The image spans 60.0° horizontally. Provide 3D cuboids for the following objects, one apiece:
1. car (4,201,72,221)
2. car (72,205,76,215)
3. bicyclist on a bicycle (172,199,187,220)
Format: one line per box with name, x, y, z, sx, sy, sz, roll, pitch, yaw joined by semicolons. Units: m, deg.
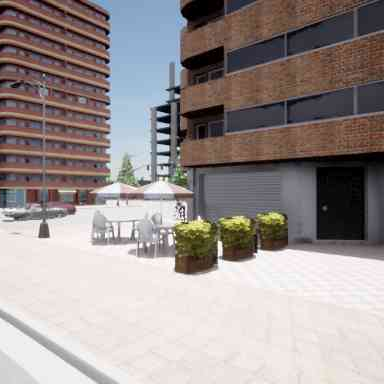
car;-12.986;1.656;27.998;1.895;1.301;4.718;0;0;41
car;-13.650;1.619;32.927;1.994;1.385;4.181;0;0;42
bicyclist on a bicycle;-0.968;1.356;25.431;1.656;1.620;0.582;0;0;41
